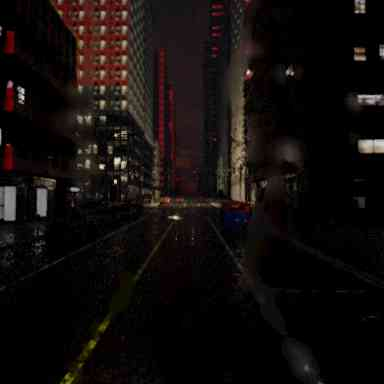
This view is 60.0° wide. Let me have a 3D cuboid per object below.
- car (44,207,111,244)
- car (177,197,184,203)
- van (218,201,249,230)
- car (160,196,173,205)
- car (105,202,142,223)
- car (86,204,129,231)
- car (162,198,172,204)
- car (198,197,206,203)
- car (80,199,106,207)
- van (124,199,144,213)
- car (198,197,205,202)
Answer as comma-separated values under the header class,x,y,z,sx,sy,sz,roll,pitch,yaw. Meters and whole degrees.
class,x,y,z,sx,sy,sz,roll,pitch,yaw
car,-5.648,1.658,16.281,2.008,1.369,4.403,1,0,0
car,-3.025,2.036,85.964,1.882,1.535,5.008,0,0,0
van,2.702,1.485,21.878,1.690,1.788,3.998,1,0,0
car,-5.694,1.901,70.968,1.967,1.590,4.097,1,0,0
car,-5.651,1.745,27.361,1.947,1.339,4.313,1,0,0
car,-5.650,1.725,21.822,1.802,1.307,4.206,1,0,0
car,-5.699,2.079,76.543,1.802,1.307,4.206,1,0,0
car,2.680,2.116,82.182,1.802,1.307,4.206,1,0,0
car,-16.507,1.858,55.545,4.097,1.590,1.967,0,-2,0
van,-5.818,1.556,32.904,1.690,1.788,3.998,1,0,0
car,2.678,2.133,93.508,1.752,1.417,4.829,1,0,0
